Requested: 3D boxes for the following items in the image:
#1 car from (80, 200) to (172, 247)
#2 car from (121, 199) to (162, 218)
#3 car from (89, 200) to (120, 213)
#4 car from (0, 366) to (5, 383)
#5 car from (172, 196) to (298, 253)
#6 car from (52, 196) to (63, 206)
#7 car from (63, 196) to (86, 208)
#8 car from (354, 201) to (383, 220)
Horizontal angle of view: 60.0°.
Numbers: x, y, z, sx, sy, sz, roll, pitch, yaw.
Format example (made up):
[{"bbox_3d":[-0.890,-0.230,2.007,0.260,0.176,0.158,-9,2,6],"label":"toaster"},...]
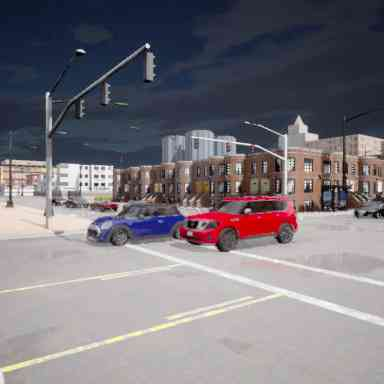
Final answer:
[{"bbox_3d":[-2.387,1.352,15.208,4.553,1.767,2.097,0,0,-36],"label":"car"},{"bbox_3d":[-4.847,1.505,31.338,1.837,1.490,4.892,0,0,-36],"label":"car"},{"bbox_3d":[-10.315,1.601,38.907,1.895,1.301,4.718,0,0,-36],"label":"car"},{"bbox_3d":[-3.770,1.221,1.079,5.566,2.045,2.150,0,0,-35],"label":"car"},{"bbox_3d":[2.164,1.221,14.168,5.566,2.045,2.150,0,0,-36],"label":"car"},{"bbox_3d":[-22.288,1.492,55.565,2.128,1.511,4.902,0,0,-35],"label":"car"},{"bbox_3d":[-16.264,1.352,47.154,2.097,1.767,4.553,0,0,-36],"label":"car"},{"bbox_3d":[15.724,1.491,28.301,4.902,1.511,2.128,0,0,-35],"label":"car"}]
